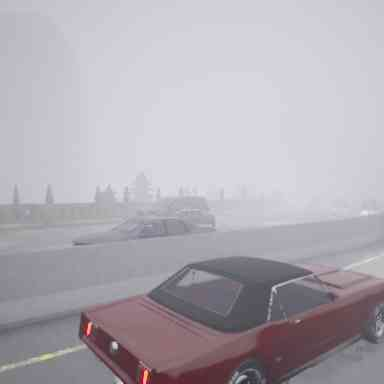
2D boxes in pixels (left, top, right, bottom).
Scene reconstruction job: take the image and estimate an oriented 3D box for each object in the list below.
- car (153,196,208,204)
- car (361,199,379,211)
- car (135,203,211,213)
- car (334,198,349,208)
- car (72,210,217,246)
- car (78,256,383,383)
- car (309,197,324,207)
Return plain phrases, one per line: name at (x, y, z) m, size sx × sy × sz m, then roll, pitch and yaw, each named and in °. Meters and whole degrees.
car at (-1.157, 1.307, 21.537) m, size 5.566 × 2.045 × 2.150 m, roll 0°, pitch 0°, yaw -44°
car at (23.678, 1.628, 44.340) m, size 2.128 × 1.511 × 4.902 m, roll 0°, pitch 0°, yaw 25°
car at (-0.837, 1.559, 17.145) m, size 4.902 × 1.511 × 2.128 m, roll 0°, pitch 0°, yaw -42°
car at (23.045, 1.692, 51.531) m, size 1.812 × 1.442 × 4.674 m, roll 0°, pitch 0°, yaw 22°
car at (-1.458, 1.596, 11.899) m, size 5.357 × 1.411 × 2.033 m, roll 0°, pitch 0°, yaw -39°
car at (1.035, 1.619, 4.719) m, size 4.718 × 1.301 × 1.895 m, roll 0°, pitch 0°, yaw -38°
car at (20.954, 1.690, 56.036) m, size 1.837 × 1.490 × 4.892 m, roll 0°, pitch 0°, yaw 20°
